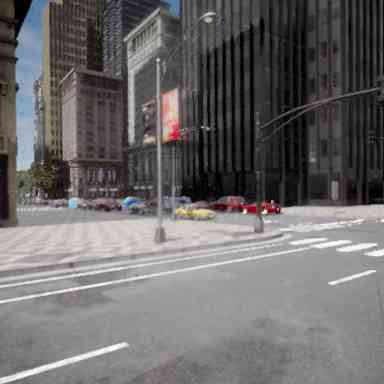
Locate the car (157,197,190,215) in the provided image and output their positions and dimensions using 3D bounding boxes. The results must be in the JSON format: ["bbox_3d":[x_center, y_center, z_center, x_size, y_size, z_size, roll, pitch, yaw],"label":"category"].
[{"bbox_3d":[-1.441,1.574,35.905,2.097,1.767,4.553,-1,0,-35],"label":"car"}]

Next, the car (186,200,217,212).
[{"bbox_3d":[1.172,1.778,42.358,1.802,1.307,4.206,-2,0,-35],"label":"car"}]

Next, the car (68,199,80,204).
[{"bbox_3d":[-31.258,2.481,88.039,2.008,1.369,4.403,-2,0,-35],"label":"car"}]

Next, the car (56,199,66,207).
[{"bbox_3d":[-25.462,2.201,65.134,1.967,1.590,4.097,-2,0,-35],"label":"car"}]

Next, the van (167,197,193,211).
[{"bbox_3d":[-1.774,1.606,46.509,1.690,1.788,3.998,-2,0,-35],"label":"van"}]

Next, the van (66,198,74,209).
[{"bbox_3d":[-19.707,1.971,57.018,1.690,1.788,3.998,-2,0,-35],"label":"van"}]

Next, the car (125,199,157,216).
[{"bbox_3d":[-5.565,1.853,37.096,2.008,1.369,4.403,-2,0,-35],"label":"car"}]

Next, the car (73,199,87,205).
[{"bbox_3d":[-28.248,2.432,83.797,1.947,1.339,4.313,-2,0,-35],"label":"car"}]

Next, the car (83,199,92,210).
[{"bbox_3d":[-14.047,2.044,49.050,1.887,1.381,4.507,-2,0,-35],"label":"car"}]

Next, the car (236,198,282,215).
[{"bbox_3d":[7.049,1.602,34.053,1.887,1.381,4.507,-2,0,-35],"label":"car"}]

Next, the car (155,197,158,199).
[{"bbox_3d":[-4.713,1.648,50.661,2.192,1.841,5.009,-2,0,-35],"label":"car"}]

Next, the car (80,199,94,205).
[{"bbox_3d":[-25.237,2.367,79.553,1.947,1.339,4.313,-2,0,-35],"label":"car"}]

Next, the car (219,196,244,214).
[{"bbox_3d":[4.103,1.442,38.205,2.192,1.841,5.009,-2,0,-35],"label":"car"}]

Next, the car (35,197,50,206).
[{"bbox_3d":[-34.795,2.514,78.292,1.887,1.381,4.507,-2,0,-35],"label":"car"}]

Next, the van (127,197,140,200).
[{"bbox_3d":[-10.591,1.810,58.966,1.690,1.788,3.998,-2,0,-35],"label":"van"}]

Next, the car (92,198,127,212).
[{"bbox_3d":[-11.226,1.749,45.064,2.192,1.841,5.009,-2,0,-35],"label":"car"}]

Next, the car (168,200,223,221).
[{"bbox_3d":[0.187,1.693,28.988,1.752,1.417,4.829,-2,0,-35],"label":"car"}]

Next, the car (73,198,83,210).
[{"bbox_3d":[-16.877,2.005,53.034,1.967,1.590,4.097,-2,0,-35],"label":"car"}]

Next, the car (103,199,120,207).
[{"bbox_3d":[-16.206,2.179,66.825,1.802,1.307,4.206,-2,0,-35],"label":"car"}]

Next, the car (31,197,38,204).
[{"bbox_3d":[-37.906,2.618,82.677,1.802,1.307,4.206,-2,0,-35],"label":"car"}]

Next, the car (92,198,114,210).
[{"bbox_3d":[-14.705,1.881,54.737,2.097,1.767,4.553,-1,0,-35],"label":"car"}]
